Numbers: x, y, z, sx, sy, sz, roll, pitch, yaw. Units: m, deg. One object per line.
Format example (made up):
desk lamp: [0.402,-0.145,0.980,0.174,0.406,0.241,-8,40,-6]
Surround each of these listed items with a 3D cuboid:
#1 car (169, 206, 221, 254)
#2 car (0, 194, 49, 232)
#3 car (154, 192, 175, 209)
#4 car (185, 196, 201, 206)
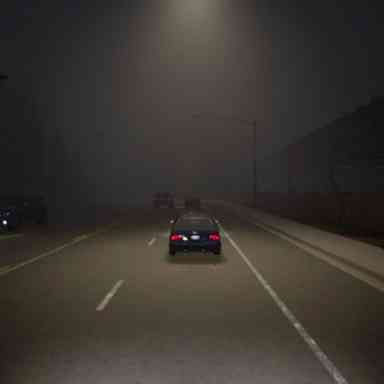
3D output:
car: [0.098,1.490,13.100,2.033,1.411,5.357,0,0,0]
car: [-10.519,1.141,19.690,2.150,2.045,5.566,0,0,0]
car: [-3.408,1.035,40.887,2.150,2.045,5.566,0,-1,0]
car: [0.092,1.295,41.844,1.882,1.535,5.008,0,0,0]
